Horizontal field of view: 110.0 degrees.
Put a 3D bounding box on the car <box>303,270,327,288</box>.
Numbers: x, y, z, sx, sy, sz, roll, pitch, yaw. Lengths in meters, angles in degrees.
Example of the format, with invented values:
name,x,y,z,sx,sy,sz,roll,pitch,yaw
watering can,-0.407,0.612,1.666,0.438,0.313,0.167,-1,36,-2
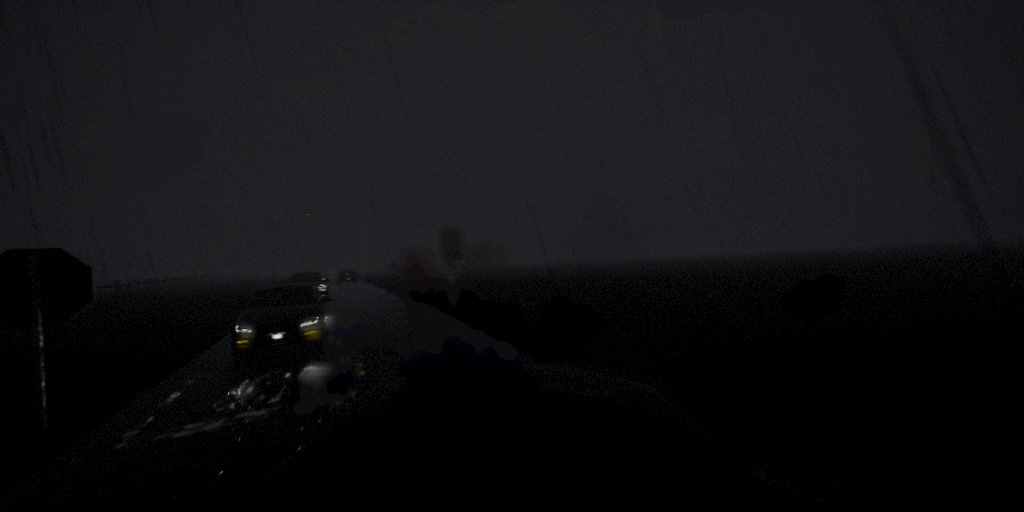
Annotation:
name,x,y,z,sx,sy,sz,roll,pitch,yaw
car,-19.062,2.196,34.795,1.812,1.442,4.674,-3,0,-27

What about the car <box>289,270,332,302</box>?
name,x,y,z,sx,sy,sz,roll,pitch,yaw
car,-10.866,1.627,18.905,2.097,1.767,4.553,-3,0,-27

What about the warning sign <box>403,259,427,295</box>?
name,x,y,z,sx,sy,sz,roll,pitch,yaw
warning sign,-5.234,1.102,19.613,1.300,1.860,1.060,0,0,-27

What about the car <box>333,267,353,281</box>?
name,x,y,z,sx,sy,sz,roll,pitch,yaw
car,-22.228,2.314,47.000,2.128,1.511,4.902,-3,0,-27

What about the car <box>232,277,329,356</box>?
name,x,y,z,sx,sy,sz,roll,pitch,yaw
car,-6.229,1.557,9.973,1.837,1.490,4.892,-3,0,-27

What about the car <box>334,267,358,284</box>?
name,x,y,z,sx,sy,sz,roll,pitch,yaw
car,-17.068,2.058,37.138,2.128,1.511,4.902,-3,0,-27
